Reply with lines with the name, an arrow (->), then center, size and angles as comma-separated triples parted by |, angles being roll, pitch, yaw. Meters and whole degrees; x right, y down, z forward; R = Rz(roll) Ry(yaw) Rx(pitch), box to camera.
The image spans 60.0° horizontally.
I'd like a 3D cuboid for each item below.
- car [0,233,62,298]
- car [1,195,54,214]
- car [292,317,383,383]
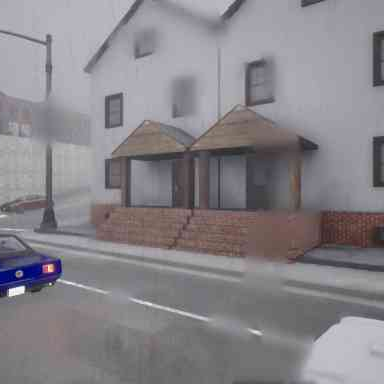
car -> -5.131, 1.601, 7.632 | 4.718, 1.301, 1.895 | 0, 0, 36
car -> -14.385, 0.973, 29.266 | 1.994, 1.385, 4.181 | 0, 7, 35
car -> 2.984, 1.601, 1.853 | 4.718, 1.301, 1.895 | 0, 0, 36
